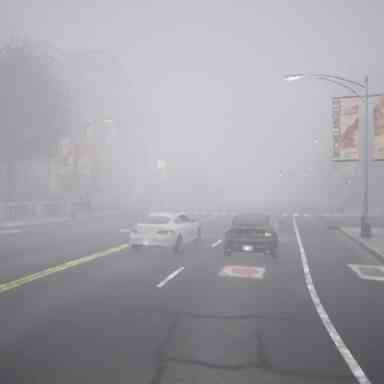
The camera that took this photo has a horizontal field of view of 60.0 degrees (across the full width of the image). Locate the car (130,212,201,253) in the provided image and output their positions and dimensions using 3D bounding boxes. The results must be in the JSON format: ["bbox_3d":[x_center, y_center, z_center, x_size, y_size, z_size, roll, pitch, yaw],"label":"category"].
[{"bbox_3d":[-0.957,1.530,13.735,1.812,1.442,4.674,0,0,16],"label":"car"}]

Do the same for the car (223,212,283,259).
[{"bbox_3d":[2.407,1.513,12.768,1.837,1.490,4.892,0,0,16],"label":"car"}]
